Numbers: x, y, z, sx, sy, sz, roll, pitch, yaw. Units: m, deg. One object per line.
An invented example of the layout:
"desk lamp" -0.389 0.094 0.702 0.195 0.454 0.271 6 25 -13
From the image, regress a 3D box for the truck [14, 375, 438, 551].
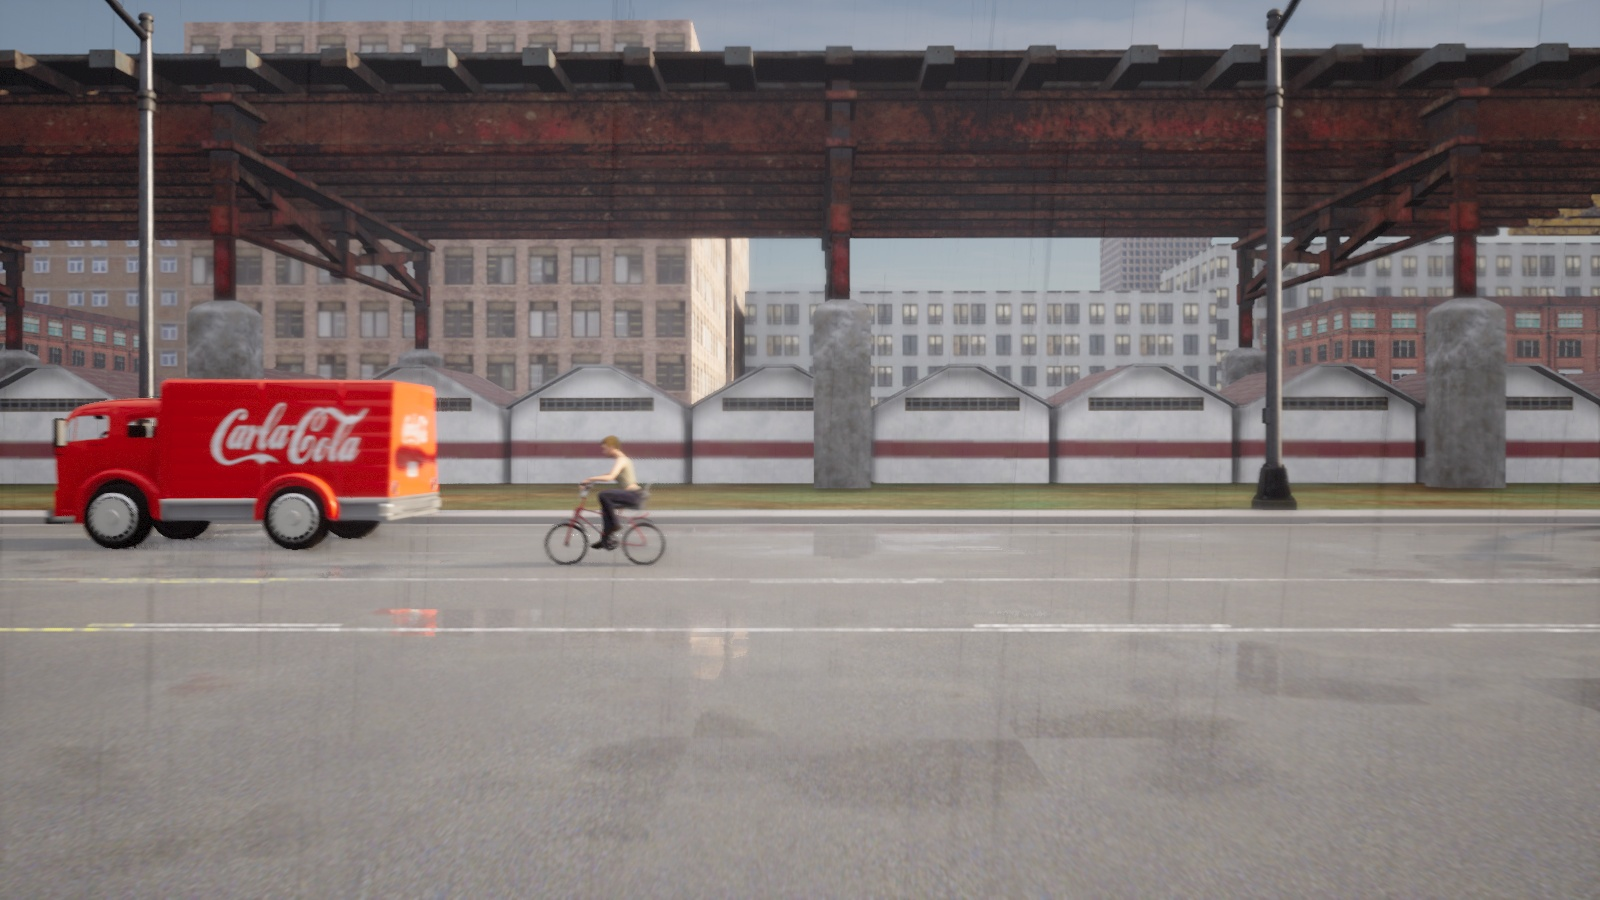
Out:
"truck" -8.443 0.177 18.958 5.204 2.467 2.627 0 0 1

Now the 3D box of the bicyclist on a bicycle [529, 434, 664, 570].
"bicyclist on a bicycle" -2.477 0.620 15.398 1.509 1.612 0.866 0 0 1
